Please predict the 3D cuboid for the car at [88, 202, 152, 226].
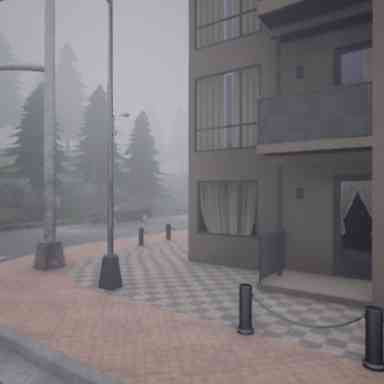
[{"bbox_3d":[-4.976,1.474,23.462,1.882,1.535,5.008,0,0,35],"label":"car"}]
